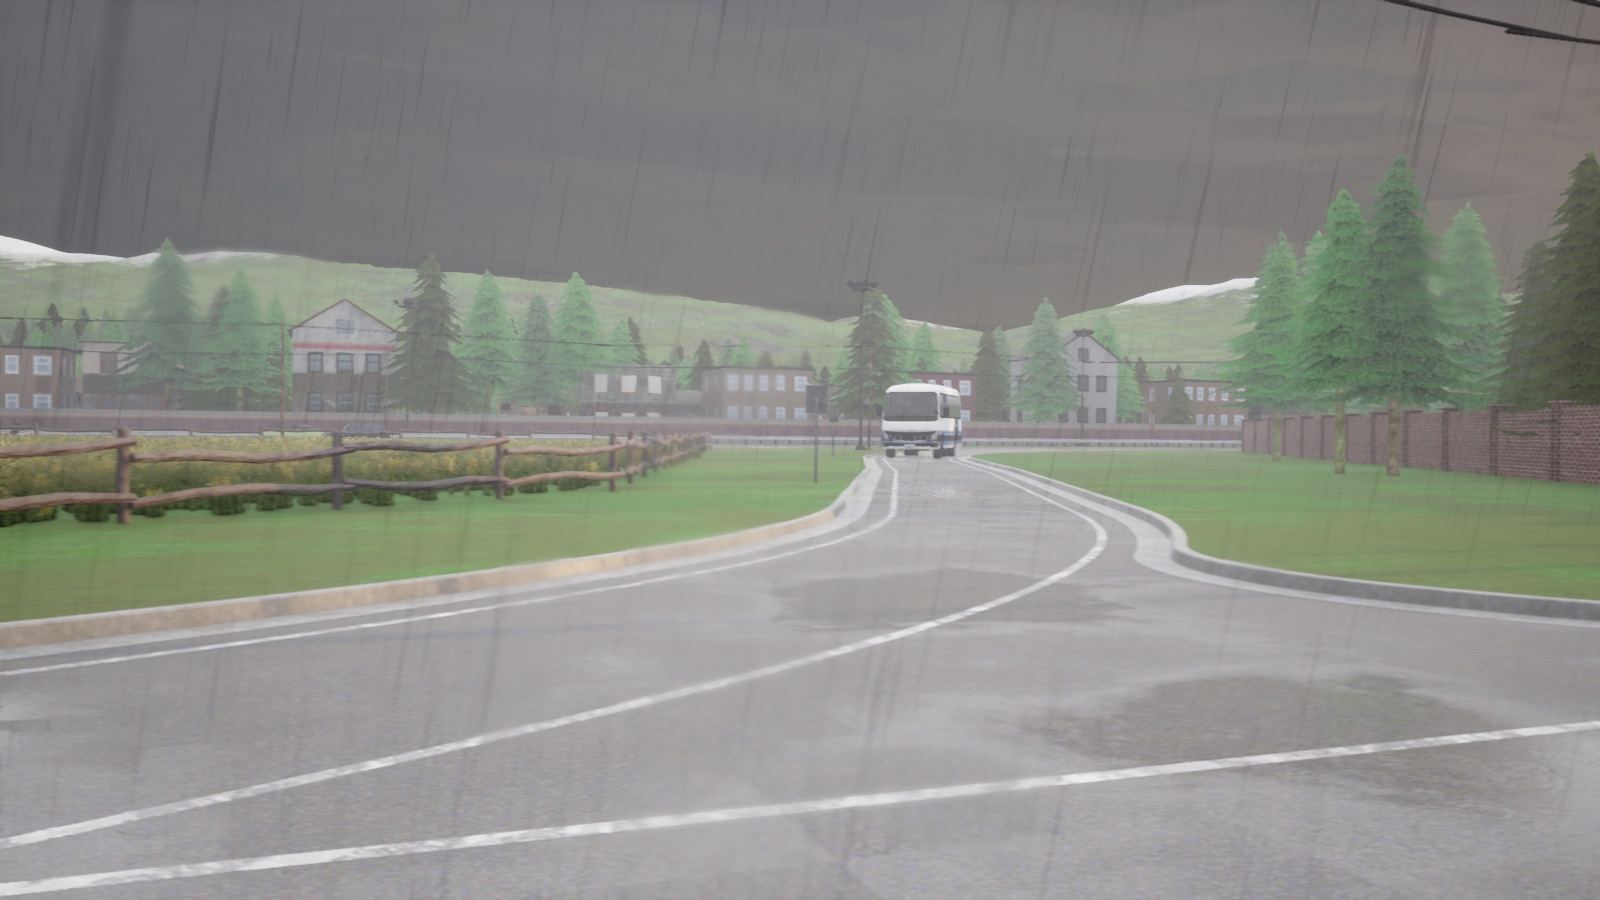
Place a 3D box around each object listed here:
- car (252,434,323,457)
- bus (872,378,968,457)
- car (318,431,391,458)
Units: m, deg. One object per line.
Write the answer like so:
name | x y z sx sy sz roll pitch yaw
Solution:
car | -36.216 -0.310 88.854 4.514 1.525 2.007 -1 1 -21
bus | 7.185 -1.848 73.247 3.944 4.253 10.273 -1 1 15
car | -29.732 -0.386 83.807 4.553 1.767 2.097 -1 1 -21
